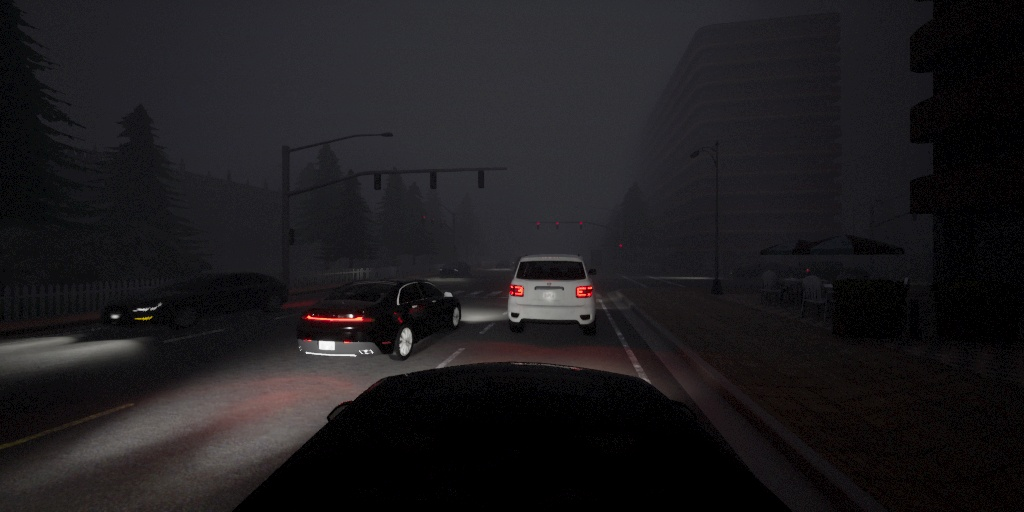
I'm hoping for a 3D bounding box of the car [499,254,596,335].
[{"bbox_3d":[1.319,0.971,10.727,2.150,2.045,5.566,0,0,10],"label":"car"}]

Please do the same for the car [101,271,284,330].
[{"bbox_3d":[-9.426,1.255,11.278,1.837,1.490,4.892,0,0,10],"label":"car"}]

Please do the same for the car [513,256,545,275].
[{"bbox_3d":[1.807,0.988,40.701,2.150,2.045,5.566,-1,0,-13],"label":"car"}]

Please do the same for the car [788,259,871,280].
[{"bbox_3d":[25.040,1.157,28.145,4.553,1.767,2.097,0,0,10],"label":"car"}]

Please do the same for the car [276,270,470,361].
[{"bbox_3d":[-2.662,1.255,8.394,1.837,1.490,4.892,0,0,10],"label":"car"}]

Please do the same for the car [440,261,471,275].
[{"bbox_3d":[-5.353,1.232,34.317,1.882,1.535,5.008,0,0,10],"label":"car"}]

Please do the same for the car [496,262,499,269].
[{"bbox_3d":[-1.265,1.276,57.433,1.812,1.442,4.674,0,0,10],"label":"car"}]

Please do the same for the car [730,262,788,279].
[{"bbox_3d":[22.456,1.297,32.327,4.902,1.511,2.128,0,0,10],"label":"car"}]
